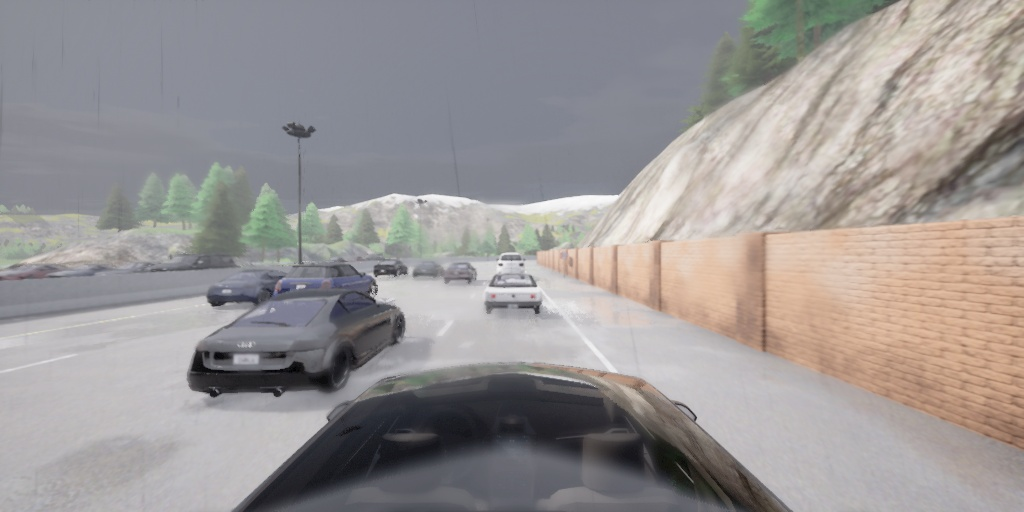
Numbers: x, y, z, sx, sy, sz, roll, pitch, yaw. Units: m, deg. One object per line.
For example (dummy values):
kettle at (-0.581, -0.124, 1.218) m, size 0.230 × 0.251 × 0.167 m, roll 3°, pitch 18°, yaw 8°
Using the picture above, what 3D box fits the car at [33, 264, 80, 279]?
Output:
car at (-28.231, 1.246, 24.080) m, size 1.994 × 1.385 × 4.181 m, roll 0°, pitch 0°, yaw 0°

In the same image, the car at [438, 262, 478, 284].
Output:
car at (-3.546, 1.158, 25.344) m, size 2.033 × 1.411 × 5.357 m, roll 0°, pitch 0°, yaw 0°

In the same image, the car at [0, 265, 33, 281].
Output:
car at (-31.730, 1.256, 24.018) m, size 1.994 × 1.385 × 4.181 m, roll 0°, pitch 0°, yaw 0°

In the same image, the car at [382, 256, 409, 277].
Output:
car at (-10.585, 1.066, 31.805) m, size 1.882 × 1.535 × 5.008 m, roll 0°, pitch 0°, yaw 0°

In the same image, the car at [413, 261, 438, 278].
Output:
car at (-7.079, 1.149, 30.857) m, size 1.994 × 1.385 × 4.181 m, roll 0°, pitch 0°, yaw 0°

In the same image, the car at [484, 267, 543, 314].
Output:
car at (0.032, 1.277, 13.429) m, size 1.895 × 1.301 × 4.718 m, roll 0°, pitch 0°, yaw 0°

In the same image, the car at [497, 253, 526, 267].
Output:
car at (-0.069, 0.798, 29.367) m, size 2.150 × 2.045 × 5.566 m, roll 0°, pitch 0°, yaw 0°

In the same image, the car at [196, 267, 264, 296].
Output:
car at (-10.479, 1.256, 15.200) m, size 1.994 × 1.385 × 4.181 m, roll 0°, pitch 0°, yaw 0°

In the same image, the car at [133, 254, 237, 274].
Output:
car at (-21.232, 0.887, 24.028) m, size 2.150 × 2.045 × 5.566 m, roll 0°, pitch 0°, yaw 0°

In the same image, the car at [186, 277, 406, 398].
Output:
car at (-3.439, 1.293, 6.647) m, size 1.994 × 1.385 × 4.181 m, roll 0°, pitch 0°, yaw 0°

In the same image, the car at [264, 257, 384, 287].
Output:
car at (-6.973, 1.043, 13.970) m, size 2.097 × 1.767 × 4.553 m, roll 0°, pitch 0°, yaw 0°

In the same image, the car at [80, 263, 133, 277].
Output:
car at (-24.731, 1.165, 23.983) m, size 2.128 × 1.511 × 4.902 m, roll 0°, pitch 0°, yaw 0°
